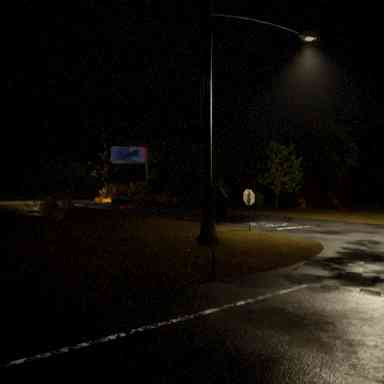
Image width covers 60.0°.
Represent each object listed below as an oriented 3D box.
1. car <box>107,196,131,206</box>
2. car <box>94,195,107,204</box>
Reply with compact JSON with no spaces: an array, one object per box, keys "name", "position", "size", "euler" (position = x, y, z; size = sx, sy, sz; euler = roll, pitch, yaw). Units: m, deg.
[{"name":"car","position":[-11.540,1.384,53.802],"size":[1.882,1.535,5.008],"euler":[0,0,-33]},{"name":"car","position":[-16.335,1.368,60.905],"size":[1.882,1.535,5.008],"euler":[0,0,-34]}]
